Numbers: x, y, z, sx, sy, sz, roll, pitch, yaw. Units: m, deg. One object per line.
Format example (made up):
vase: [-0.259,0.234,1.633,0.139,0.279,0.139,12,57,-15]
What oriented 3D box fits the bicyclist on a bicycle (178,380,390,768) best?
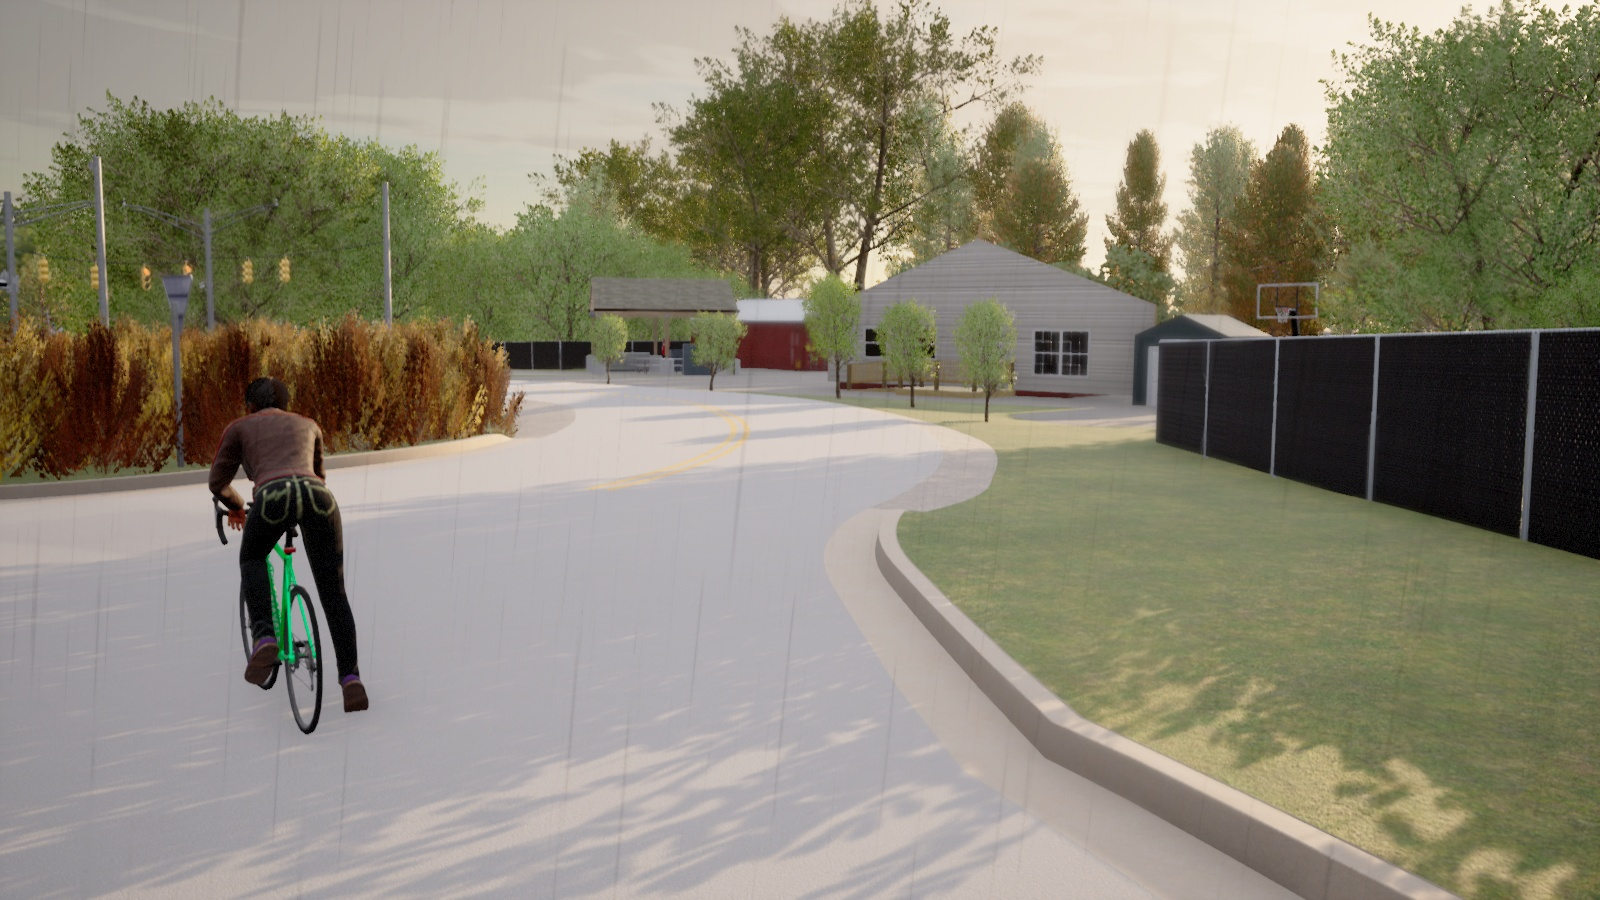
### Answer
bicyclist on a bicycle: [-2.529,0.473,6.054,0.582,1.620,1.656,-2,4,-34]
